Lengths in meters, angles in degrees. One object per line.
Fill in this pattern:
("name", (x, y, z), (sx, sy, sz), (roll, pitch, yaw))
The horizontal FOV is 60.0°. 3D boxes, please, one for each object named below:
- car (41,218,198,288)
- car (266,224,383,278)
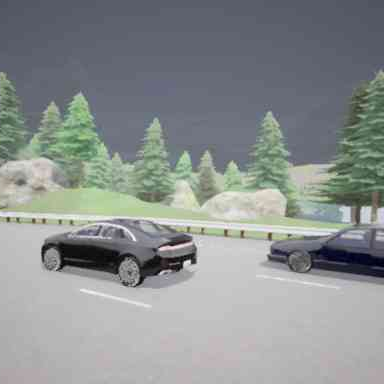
("car", (-2.176, 1.493, 9.260), (4.902, 1.511, 2.128), (0, 0, 32))
("car", (4.812, 1.575, 8.921), (5.357, 1.411, 2.033), (0, 0, 35))
